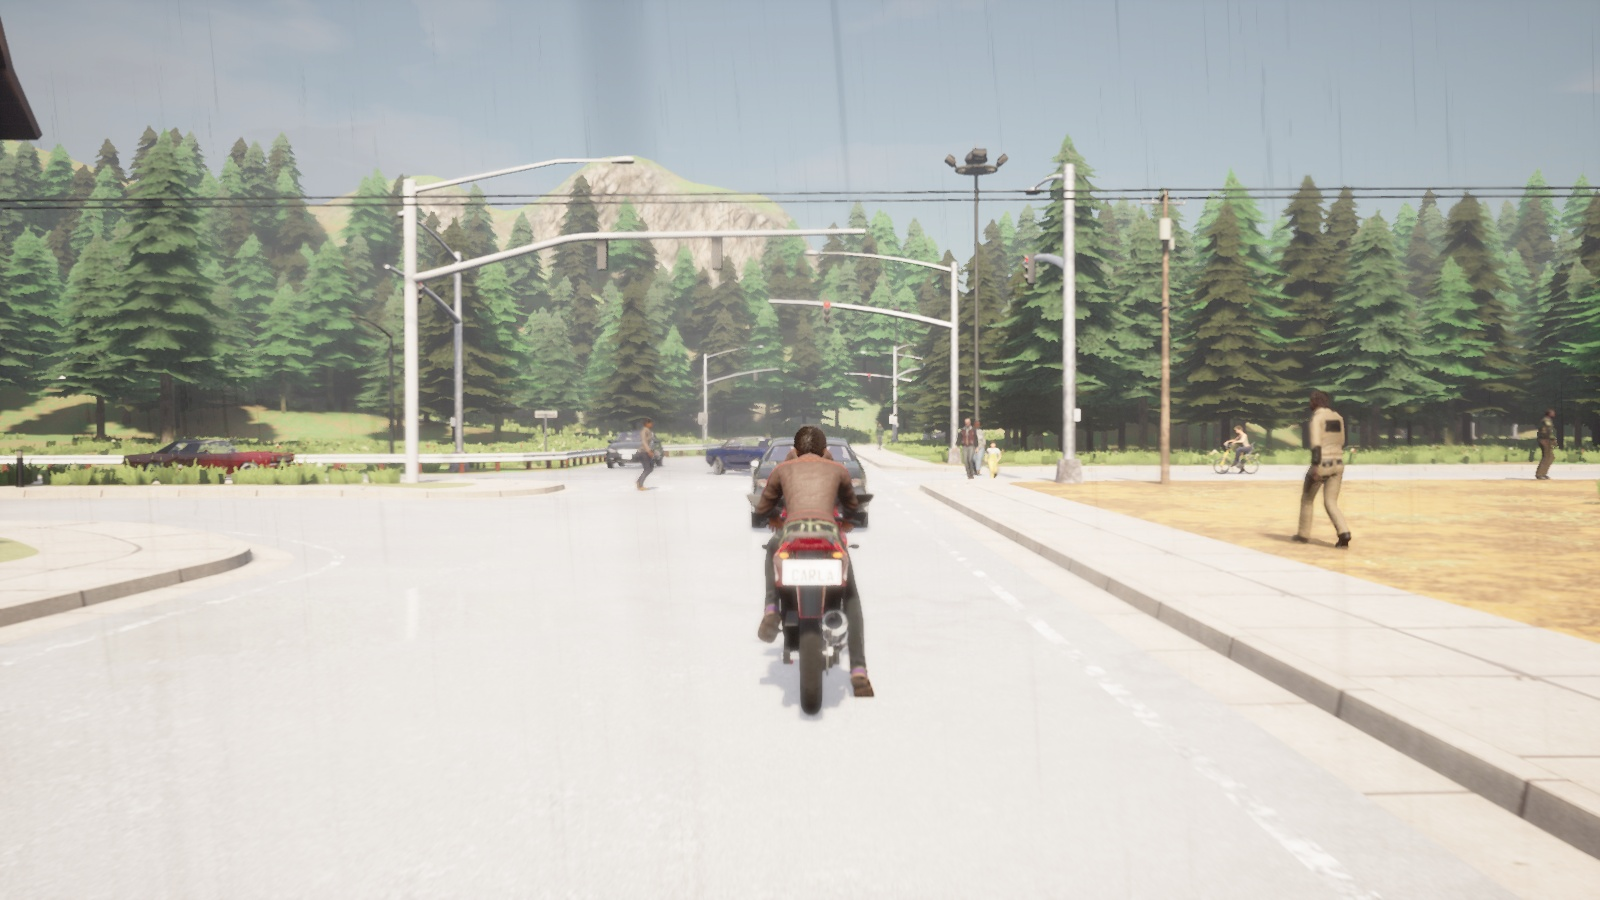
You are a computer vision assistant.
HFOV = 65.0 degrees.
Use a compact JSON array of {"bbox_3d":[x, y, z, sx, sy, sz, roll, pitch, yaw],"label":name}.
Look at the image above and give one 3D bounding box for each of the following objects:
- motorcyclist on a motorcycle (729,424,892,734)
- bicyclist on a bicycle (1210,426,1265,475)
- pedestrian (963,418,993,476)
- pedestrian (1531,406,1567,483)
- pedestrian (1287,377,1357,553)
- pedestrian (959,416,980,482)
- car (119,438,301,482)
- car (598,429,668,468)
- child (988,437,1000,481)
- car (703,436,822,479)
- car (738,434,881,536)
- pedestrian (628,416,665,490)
[{"bbox_3d":[0.061,0.618,7.172,0.797,1.523,2.044,0,1,0],"label":"motorcyclist on a motorcycle"},{"bbox_3d":[14.359,0.015,41.255,1.509,1.612,0.866,0,1,2],"label":"bicyclist on a bicycle"},{"bbox_3d":[5.784,-0.099,40.811,0.874,1.855,0.900,0,1,2],"label":"pedestrian"},{"bbox_3d":[18.801,-0.139,31.539,0.692,1.930,0.395,0,1,19],"label":"pedestrian"},{"bbox_3d":[5.885,0.162,14.173,0.396,1.930,0.692,0,1,-13],"label":"pedestrian"},{"bbox_3d":[4.774,-0.032,35.442,0.376,1.854,0.720,0,1,26],"label":"pedestrian"},{"bbox_3d":[-18.063,0.298,38.584,4.718,1.301,1.895,0,1,1],"label":"car"},{"bbox_3d":[-6.631,-0.092,50.519,2.128,1.511,4.902,0,1,0],"label":"car"},{"bbox_3d":[5.552,0.260,35.948,0.270,1.263,0.437,0,1,2],"label":"child"},{"bbox_3d":[-1.300,0.201,41.340,1.895,1.301,4.718,-1,1,-30],"label":"car"},{"bbox_3d":[0.159,0.465,20.465,2.033,1.411,5.357,0,1,1],"label":"car"},{"bbox_3d":[-3.778,0.065,30.843,0.869,1.805,0.328,0,1,-3],"label":"pedestrian"}]
